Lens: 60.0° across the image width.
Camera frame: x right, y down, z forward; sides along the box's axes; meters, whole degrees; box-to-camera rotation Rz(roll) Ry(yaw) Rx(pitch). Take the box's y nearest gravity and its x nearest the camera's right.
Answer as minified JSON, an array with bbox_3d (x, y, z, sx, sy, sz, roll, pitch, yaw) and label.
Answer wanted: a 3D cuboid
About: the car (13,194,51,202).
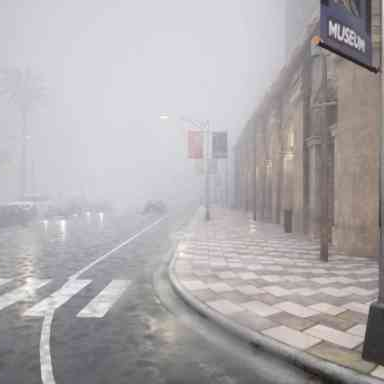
[{"bbox_3d":[-14.737,1.223,30.487,2.150,2.045,5.566,0,0,2],"label":"car"}]

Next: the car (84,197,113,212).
[{"bbox_3d":[-10.822,1.527,39.478,1.812,1.442,4.674,0,0,3],"label":"car"}]

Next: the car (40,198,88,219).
[{"bbox_3d":[-11.267,1.527,29.598,1.812,1.442,4.674,0,0,3],"label":"car"}]

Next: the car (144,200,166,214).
[{"bbox_3d":[-3.923,1.547,35.247,1.812,1.442,4.674,0,0,2],"label":"car"}]

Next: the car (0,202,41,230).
[{"bbox_3d":[-11.627,1.548,20.177,2.033,1.411,5.357,0,0,2],"label":"car"}]
